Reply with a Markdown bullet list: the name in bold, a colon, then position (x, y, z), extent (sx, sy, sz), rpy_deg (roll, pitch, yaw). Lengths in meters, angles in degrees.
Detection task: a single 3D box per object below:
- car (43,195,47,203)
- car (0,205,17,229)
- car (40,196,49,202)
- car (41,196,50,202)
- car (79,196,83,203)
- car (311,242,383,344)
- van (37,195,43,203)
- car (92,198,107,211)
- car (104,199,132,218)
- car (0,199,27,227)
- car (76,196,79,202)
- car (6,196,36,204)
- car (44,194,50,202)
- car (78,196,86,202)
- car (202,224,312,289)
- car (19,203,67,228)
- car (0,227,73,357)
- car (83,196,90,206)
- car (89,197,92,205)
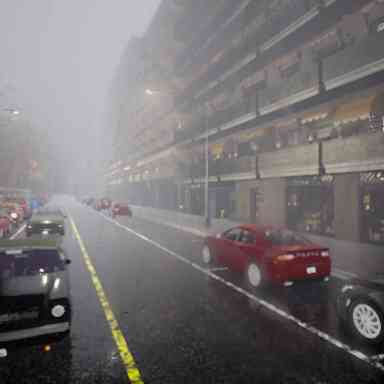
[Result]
- **car**: position (-24.736, 1.639, 53.246), extent (1.947, 1.339, 4.313), rpy_deg (0, 0, -22)
- **car**: position (-10.193, 1.549, 16.616), extent (1.887, 1.381, 4.507), rpy_deg (0, 0, -22)
- **car**: position (-35.124, 1.723, 79.410), extent (1.802, 1.307, 4.206), rpy_deg (0, 0, -22)
- **car**: position (-37.202, 1.702, 84.643), extent (1.887, 1.381, 4.507), rpy_deg (0, 0, -22)
- **car**: position (-21.102, 1.544, 66.804), extent (1.967, 1.590, 4.097), rpy_deg (0, 0, -22)
- **car**: position (3.829, 1.556, 4.010), extent (2.008, 1.369, 4.403), rpy_deg (0, 0, -22)
- **van**: position (-20.581, 1.393, 42.780), extent (1.690, 1.788, 3.998), rpy_deg (0, 0, -22)
- **car**: position (-10.715, 1.490, 40.640), extent (1.967, 1.590, 4.097), rpy_deg (0, 0, -22)
- **car**: position (-6.559, 1.612, 30.172), extent (1.802, 1.307, 4.206), rpy_deg (0, 0, -22)
- **car**: position (-12.269, 1.453, 21.847), extent (1.967, 1.590, 4.097), rpy_deg (0, 0, -22)
- **car**: position (-25.320, 1.659, 77.428), extent (1.752, 1.417, 4.829), rpy_deg (0, 0, -22)
- **car**: position (-14.348, 1.338, 27.081), extent (2.192, 1.841, 5.009), rpy_deg (0, 0, -22)
- **car**: position (-28.891, 1.412, 63.712), extent (2.192, 1.841, 5.009), rpy_deg (0, 0, -22)
- **car**: position (-27.335, 1.731, 82.503), extent (1.802, 1.307, 4.206), rpy_deg (0, 0, -22)
- **car**: position (1.751, 1.551, 9.244), extent (1.887, 1.381, 4.507), rpy_deg (0, 0, -22)
- **car**: position (-7.989, 1.555, 18.352), extent (2.033, 1.411, 5.357), rpy_deg (0, 0, -22)
- **car**: position (-3.174, 1.602, 5.961), extent (1.895, 1.301, 4.718), rpy_deg (0, 0, -22)
- **car**: position (-16.948, 1.646, 56.339), extent (1.947, 1.339, 4.313), rpy_deg (0, 0, -22)
- **car**: position (-12.792, 1.641, 45.873), extent (1.802, 1.307, 4.206), rpy_deg (0, 0, -22)
